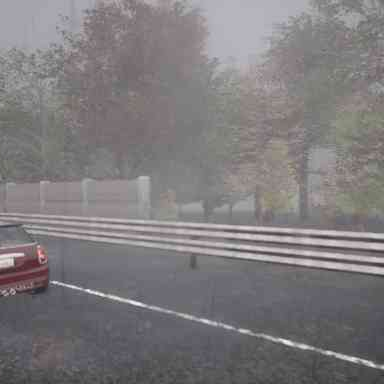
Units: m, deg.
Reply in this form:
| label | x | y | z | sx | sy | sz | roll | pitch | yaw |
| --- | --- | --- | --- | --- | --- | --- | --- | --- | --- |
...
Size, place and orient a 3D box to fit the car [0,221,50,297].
| label | x | y | z | sx | sy | sz | roll | pitch | yaw |
| --- | --- | --- | --- | --- | --- | --- | --- | --- | --- |
| car | -5.344 | 1.421 | 7.685 | 4.553 | 1.767 | 2.097 | -1 | 0 | 35 |
